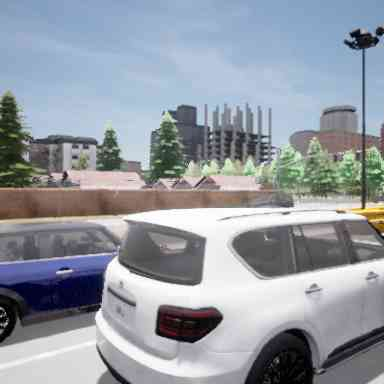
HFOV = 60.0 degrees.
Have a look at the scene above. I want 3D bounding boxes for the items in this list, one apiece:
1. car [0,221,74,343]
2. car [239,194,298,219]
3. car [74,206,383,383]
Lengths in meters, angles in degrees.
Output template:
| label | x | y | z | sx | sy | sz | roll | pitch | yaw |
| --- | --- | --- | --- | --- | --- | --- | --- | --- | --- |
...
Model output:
| label | x | y | z | sx | sy | sz | roll | pitch | yaw |
| --- | --- | --- | --- | --- | --- | --- | --- | --- | --- |
| car | -2.188 | 1.354 | 6.489 | 4.553 | 1.767 | 2.097 | 0 | 0 | -35 |
| car | 7.106 | 1.244 | 30.519 | 5.566 | 2.045 | 2.150 | 0 | 0 | -35 |
| car | 1.484 | 1.226 | 4.807 | 5.566 | 2.045 | 2.150 | 0 | 0 | -36 |
